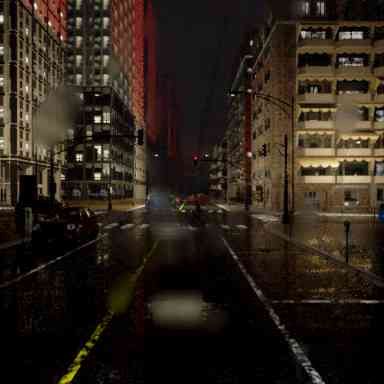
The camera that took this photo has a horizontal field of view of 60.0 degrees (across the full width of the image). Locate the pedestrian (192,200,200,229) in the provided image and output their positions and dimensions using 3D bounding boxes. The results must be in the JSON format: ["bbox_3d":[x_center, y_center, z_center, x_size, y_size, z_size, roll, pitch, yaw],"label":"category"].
[{"bbox_3d":[0.325,1.296,20.147,0.375,1.860,0.375,0,0,0],"label":"pedestrian"}]

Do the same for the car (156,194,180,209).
[{"bbox_3d":[-3.186,1.361,45.152,2.097,1.767,4.553,0,0,1],"label":"car"}]

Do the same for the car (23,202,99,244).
[{"bbox_3d":[-5.710,1.441,15.405,1.967,1.590,4.097,0,0,0],"label":"car"}]

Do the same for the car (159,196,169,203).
[{"bbox_3d":[-5.778,1.550,69.913,1.752,1.417,4.829,0,0,0],"label":"car"}]

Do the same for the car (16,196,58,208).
[{"bbox_3d":[-12.738,1.141,29.007,4.553,1.767,2.097,1,0,-3],"label":"car"}]

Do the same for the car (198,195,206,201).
[{"bbox_3d":[2.581,1.589,86.747,2.008,1.369,4.403,0,0,0],"label":"car"}]

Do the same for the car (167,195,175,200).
[{"bbox_3d":[-5.807,1.569,92.116,1.752,1.417,4.829,0,0,0],"label":"car"}]

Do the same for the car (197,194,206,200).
[{"bbox_3d":[2.573,1.359,92.298,2.192,1.841,5.009,0,0,0],"label":"car"}]

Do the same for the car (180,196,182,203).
[{"bbox_3d":[-3.155,1.368,56.027,2.097,1.767,4.553,0,0,0],"label":"car"}]

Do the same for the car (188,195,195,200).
[{"bbox_3d":[-0.107,1.442,87.388,1.994,1.385,4.181,0,0,0],"label":"car"}]

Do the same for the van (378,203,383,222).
[{"bbox_3d":[16.897,1.706,26.167,3.998,1.788,1.690,1,-1,0],"label":"van"}]

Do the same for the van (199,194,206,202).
[{"bbox_3d":[2.587,1.375,81.197,1.690,1.788,3.998,0,0,0],"label":"van"}]

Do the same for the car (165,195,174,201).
[{"bbox_3d":[-5.800,1.479,86.735,1.967,1.590,4.097,0,0,0],"label":"car"}]

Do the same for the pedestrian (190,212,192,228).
[{"bbox_3d":[0.164,1.678,20.747,0.500,1.100,0.500,0,0,0],"label":"pedestrian"}]

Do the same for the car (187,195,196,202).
[{"bbox_3d":[-0.094,1.378,77.318,2.097,1.767,4.553,0,0,0],"label":"car"}]

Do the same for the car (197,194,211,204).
[{"bbox_3d":[2.608,1.336,64.544,2.192,1.841,5.009,0,0,0],"label":"car"}]

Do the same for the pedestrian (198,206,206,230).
[{"bbox_3d":[0.699,1.575,19.506,0.375,1.300,0.375,0,0,0],"label":"pedestrian"}]

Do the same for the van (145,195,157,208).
[{"bbox_3d":[-5.751,1.352,47.879,1.690,1.788,3.998,0,0,0],"label":"van"}]

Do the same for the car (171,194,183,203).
[{"bbox_3d":[-3.086,1.378,69.247,2.097,1.767,4.553,0,0,0],"label":"car"}]
